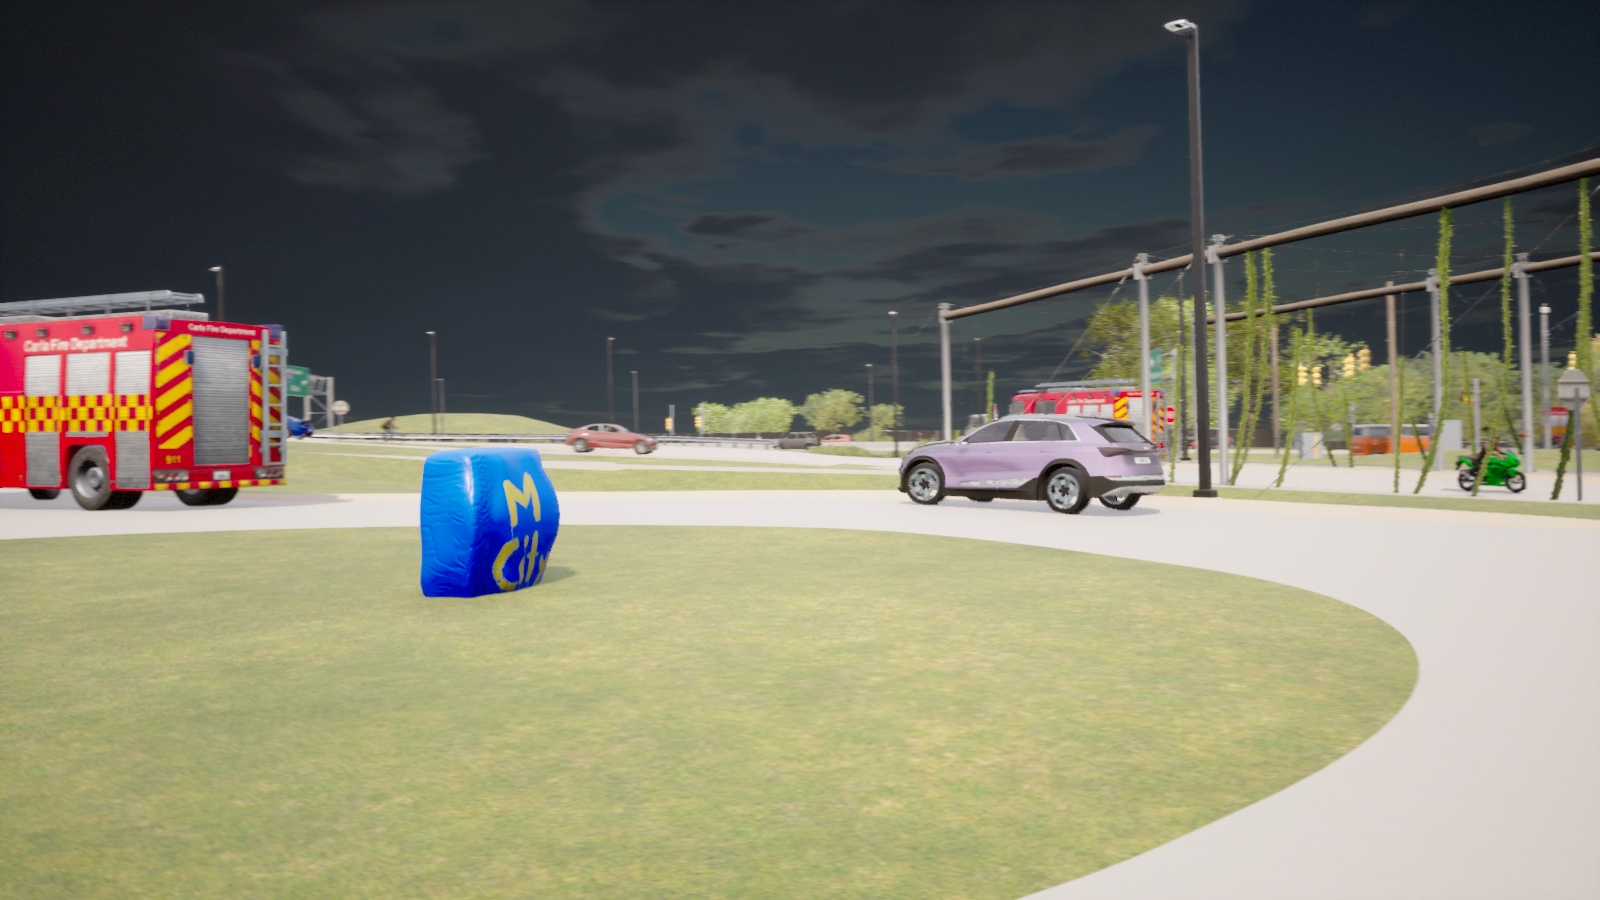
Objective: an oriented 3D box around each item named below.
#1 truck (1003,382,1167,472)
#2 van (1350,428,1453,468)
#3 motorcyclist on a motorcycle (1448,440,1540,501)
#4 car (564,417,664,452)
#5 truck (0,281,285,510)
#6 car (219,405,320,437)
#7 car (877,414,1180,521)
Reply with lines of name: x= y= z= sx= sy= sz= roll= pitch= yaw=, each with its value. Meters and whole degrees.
truck: x=12.861 y=-1.079 z=57.604 sx=2.891 sy=3.827 sz=8.468 roll=-1 pitch=1 yaw=-23
van: x=31.210 y=-0.095 z=65.233 sx=4.442 sy=1.987 sz=1.775 roll=1 pitch=-1 yaw=2
motorcyclist on a motorcycle: x=18.151 y=0.511 z=32.881 sx=0.797 sy=1.523 sz=2.044 roll=-1 pitch=1 yaw=-24
car: x=-10.071 y=-0.828 z=68.376 sx=5.027 sy=1.651 sz=2.152 roll=2 pitch=0 yaw=2
truck: x=-14.142 y=-0.958 z=24.151 sx=8.468 sy=3.827 sz=2.891 roll=0 pitch=1 yaw=25
car: x=-30.772 y=-1.668 z=72.978 sx=5.008 sy=1.535 sz=1.882 roll=3 pitch=0 yaw=2
car: x=3.870 y=0.227 z=21.886 sx=4.856 sy=1.649 sz=2.033 roll=2 pitch=1 yaw=44
